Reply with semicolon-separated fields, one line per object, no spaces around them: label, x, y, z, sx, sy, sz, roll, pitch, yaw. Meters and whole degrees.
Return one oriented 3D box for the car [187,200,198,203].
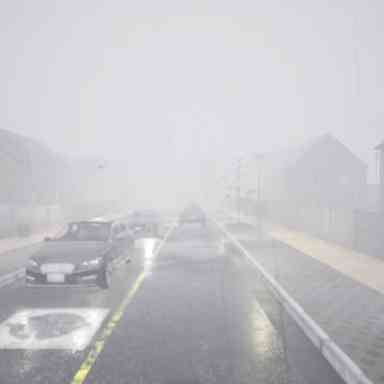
car;0.088;1.870;43.282;1.837;1.490;4.892;0;-1;0

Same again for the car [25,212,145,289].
car;-2.839;1.549;9.405;2.128;1.511;4.902;0;0;0

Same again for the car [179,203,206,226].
car;0.048;1.754;25.454;1.994;1.385;4.181;0;0;1

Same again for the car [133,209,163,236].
car;-2.777;1.698;19.276;1.994;1.385;4.181;0;0;1
